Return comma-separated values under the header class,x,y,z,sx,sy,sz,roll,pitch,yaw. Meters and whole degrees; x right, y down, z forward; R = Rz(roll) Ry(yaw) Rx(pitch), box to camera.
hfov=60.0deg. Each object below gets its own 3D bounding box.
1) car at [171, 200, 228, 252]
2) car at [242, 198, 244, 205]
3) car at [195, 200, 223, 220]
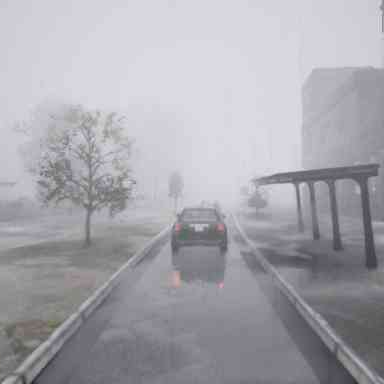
class,x,y,z,sx,sy,sz,roll,pitch,yaw
car,0.369,1.336,13.994,2.097,1.767,4.553,0,0,3
car,10.018,1.744,59.966,2.097,1.535,5.008,-1,-1,13
car,1.606,1.471,29.076,2.128,1.511,4.902,0,0,7
